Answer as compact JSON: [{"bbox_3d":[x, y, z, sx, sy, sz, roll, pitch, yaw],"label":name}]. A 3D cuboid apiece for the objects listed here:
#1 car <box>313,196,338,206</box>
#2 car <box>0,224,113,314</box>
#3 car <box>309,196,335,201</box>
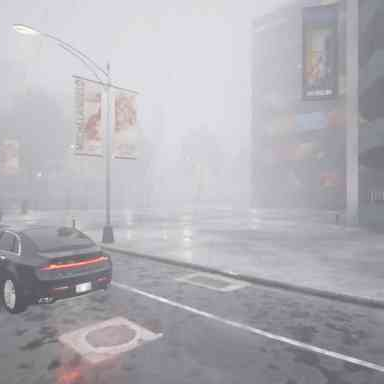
[{"bbox_3d":[21.754,1.413,53.937,2.161,1.482,4.786,0,0,43],"label":"car"},{"bbox_3d":[-3.776,1.505,7.753,4.892,1.490,1.837,0,0,43],"label":"car"},{"bbox_3d":[16.349,1.320,42.252,2.002,1.452,4.674,0,0,43],"label":"car"}]
